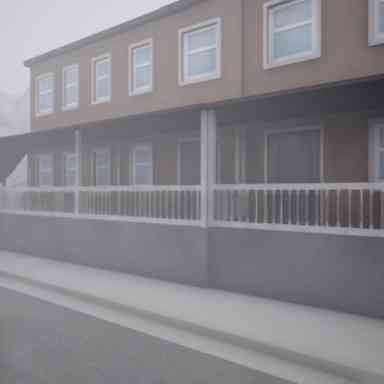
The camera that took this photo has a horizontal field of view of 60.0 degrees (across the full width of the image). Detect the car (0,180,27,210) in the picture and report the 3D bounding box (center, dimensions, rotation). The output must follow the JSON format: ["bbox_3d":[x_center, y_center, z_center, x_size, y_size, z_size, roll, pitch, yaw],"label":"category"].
[{"bbox_3d":[-14.583,0.322,28.394,2.150,2.045,5.566,0,18,34],"label":"car"}]
